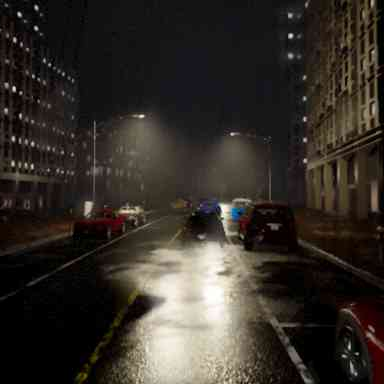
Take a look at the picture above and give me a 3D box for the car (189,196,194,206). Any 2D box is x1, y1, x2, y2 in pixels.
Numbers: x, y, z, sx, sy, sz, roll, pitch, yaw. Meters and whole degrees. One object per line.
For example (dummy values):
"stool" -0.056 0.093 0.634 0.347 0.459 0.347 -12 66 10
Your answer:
"car" -0.918 1.500 51.531 2.192 1.841 5.009 1 0 9

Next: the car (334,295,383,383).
"car" 2.738 1.453 2.607 1.967 1.590 4.097 1 0 1

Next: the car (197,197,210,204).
"car" 2.413 1.803 68.386 1.947 1.339 4.313 1 0 13

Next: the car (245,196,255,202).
"car" 14.631 1.807 83.704 1.947 1.339 4.313 1 0 16

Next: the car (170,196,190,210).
"car" -1.841 1.692 45.768 1.752 1.417 4.829 1 0 8

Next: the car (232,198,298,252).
"car" 3.085 1.372 14.214 2.192 1.841 5.009 1 0 3

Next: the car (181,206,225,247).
"car" 0.528 1.587 15.321 1.812 1.442 4.674 0 0 3

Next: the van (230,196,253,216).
"van" 3.875 1.434 25.897 1.690 1.788 3.998 1 0 5

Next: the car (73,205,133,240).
"car" -4.766 1.617 17.643 1.887 1.381 4.507 1 0 3

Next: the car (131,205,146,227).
"car" -4.384 1.644 23.321 2.008 1.369 4.403 1 0 4

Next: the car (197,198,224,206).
"car" 1.721 1.587 30.780 1.882 1.535 5.008 0 0 6

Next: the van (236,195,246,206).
"van" 8.987 1.527 60.846 1.690 1.788 3.998 1 0 12

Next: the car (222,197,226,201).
"car" 8.247 1.884 90.368 1.802 1.307 4.206 1 0 17

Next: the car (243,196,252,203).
"car" 13.109 1.754 78.235 1.752 1.417 4.829 1 0 15
